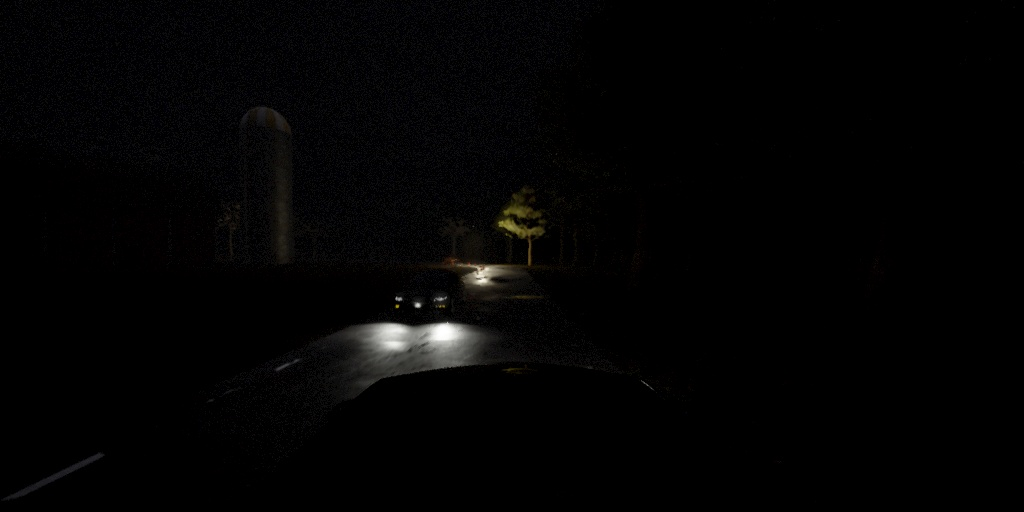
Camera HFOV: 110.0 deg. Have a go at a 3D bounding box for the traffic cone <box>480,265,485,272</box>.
[{"bbox_3d":[-3.846,1.690,45.052,0.340,0.580,0.340,0,0,0],"label":"traffic cone"}]

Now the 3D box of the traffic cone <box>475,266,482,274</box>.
[{"bbox_3d":[-3.846,1.692,40.051,0.340,0.580,0.340,0,0,0],"label":"traffic cone"}]

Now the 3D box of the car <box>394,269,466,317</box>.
[{"bbox_3d":[-2.848,1.252,13.297,1.837,1.490,4.892,0,0,0],"label":"car"}]
